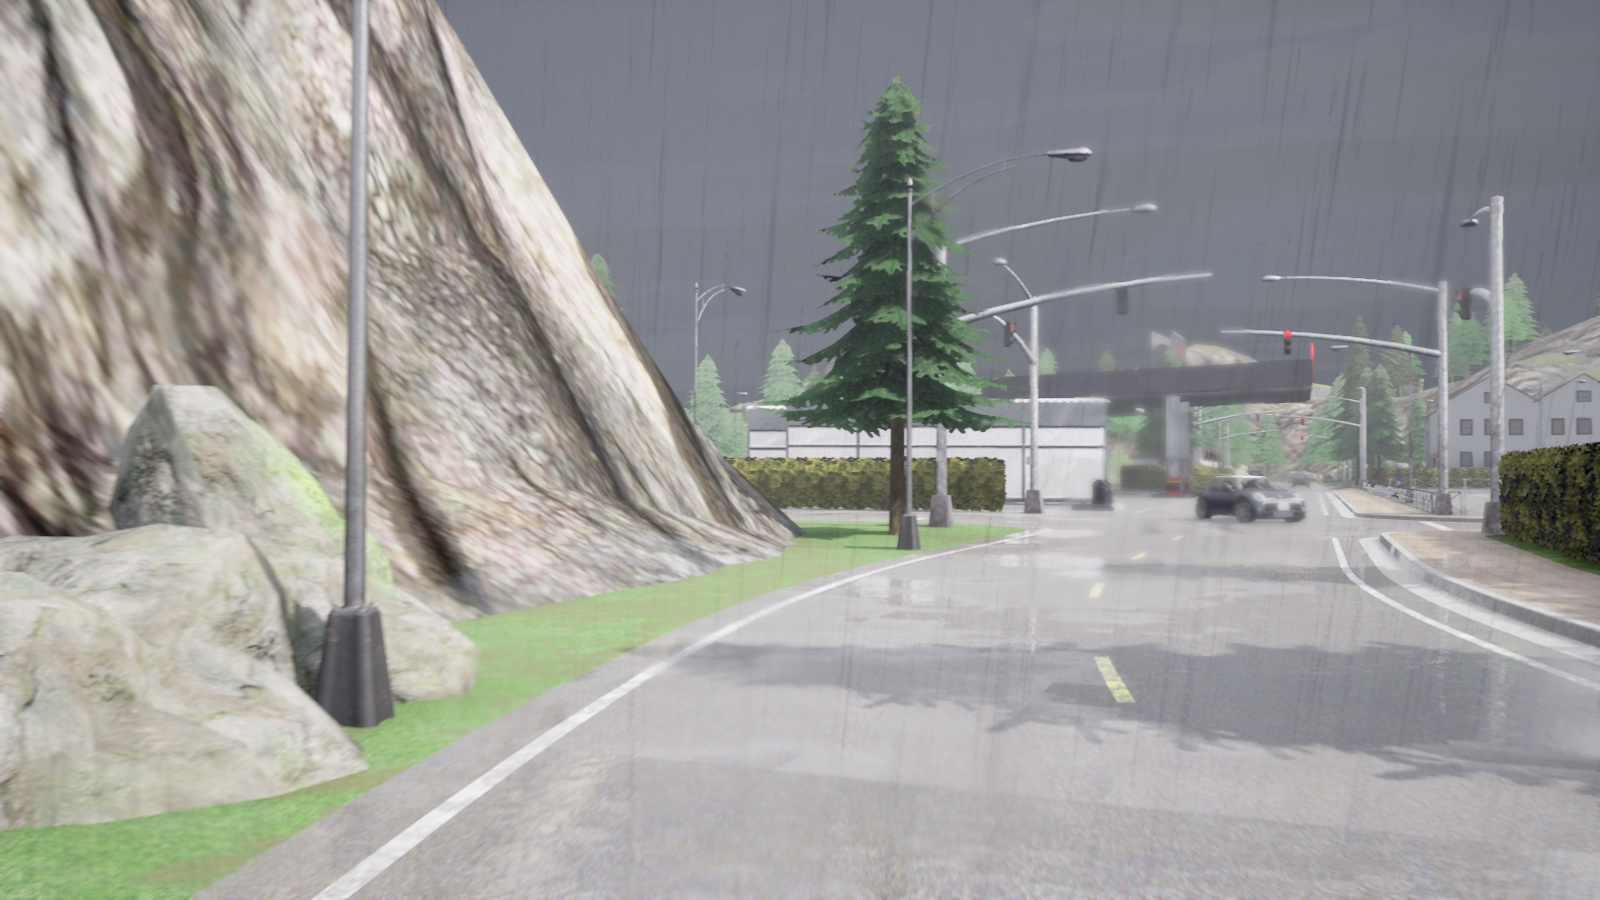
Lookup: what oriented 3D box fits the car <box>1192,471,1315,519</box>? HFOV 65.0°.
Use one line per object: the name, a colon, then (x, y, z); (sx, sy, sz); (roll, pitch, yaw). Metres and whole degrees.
car: (14.502, 1.410, 40.388); (1.970, 1.475, 3.806); (0, -1, -12)
